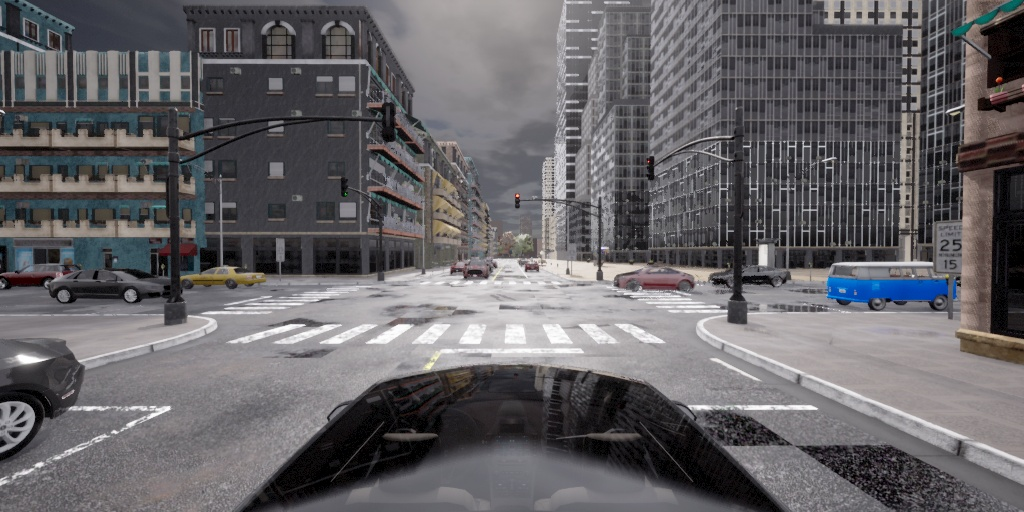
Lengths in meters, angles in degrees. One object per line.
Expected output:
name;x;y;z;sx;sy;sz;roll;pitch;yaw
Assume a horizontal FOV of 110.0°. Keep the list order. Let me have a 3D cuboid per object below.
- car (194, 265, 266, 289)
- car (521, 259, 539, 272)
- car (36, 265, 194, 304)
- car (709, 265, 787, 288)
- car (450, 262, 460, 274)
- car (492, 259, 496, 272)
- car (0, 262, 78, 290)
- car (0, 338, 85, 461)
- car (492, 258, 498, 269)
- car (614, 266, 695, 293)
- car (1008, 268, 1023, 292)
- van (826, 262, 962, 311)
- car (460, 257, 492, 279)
car;-17.945;1.246;22.134;4.829;1.417;1.751;0;0;0
car;2.518;1.289;45.989;1.888;1.381;4.507;0;0;0
car;-17.902;1.314;16.331;4.892;1.490;1.837;0;1;0
car;14.613;1.215;22.290;4.313;1.339;1.948;0;0;0
car;-5.811;1.289;40.256;1.888;1.381;4.507;0;0;0
car;-3.225;1.345;42.756;1.895;1.301;4.718;0;0;0
car;-28.843;1.189;22.082;4.097;1.591;1.967;0;0;0
car;-5.690;1.300;2.190;2.007;1.370;4.403;0;0;0
car;-3.258;1.346;56.035;1.895;1.301;4.718;0;0;0
car;7.907;1.259;20.135;4.181;1.385;1.994;0;1;7
car;25.879;1.268;19.743;4.718;1.301;1.895;0;1;0
van;14.653;1.117;13.910;3.998;1.789;1.690;0;0;0
car;-3.171;1.097;32.539;2.097;1.767;4.553;0;0;-1
